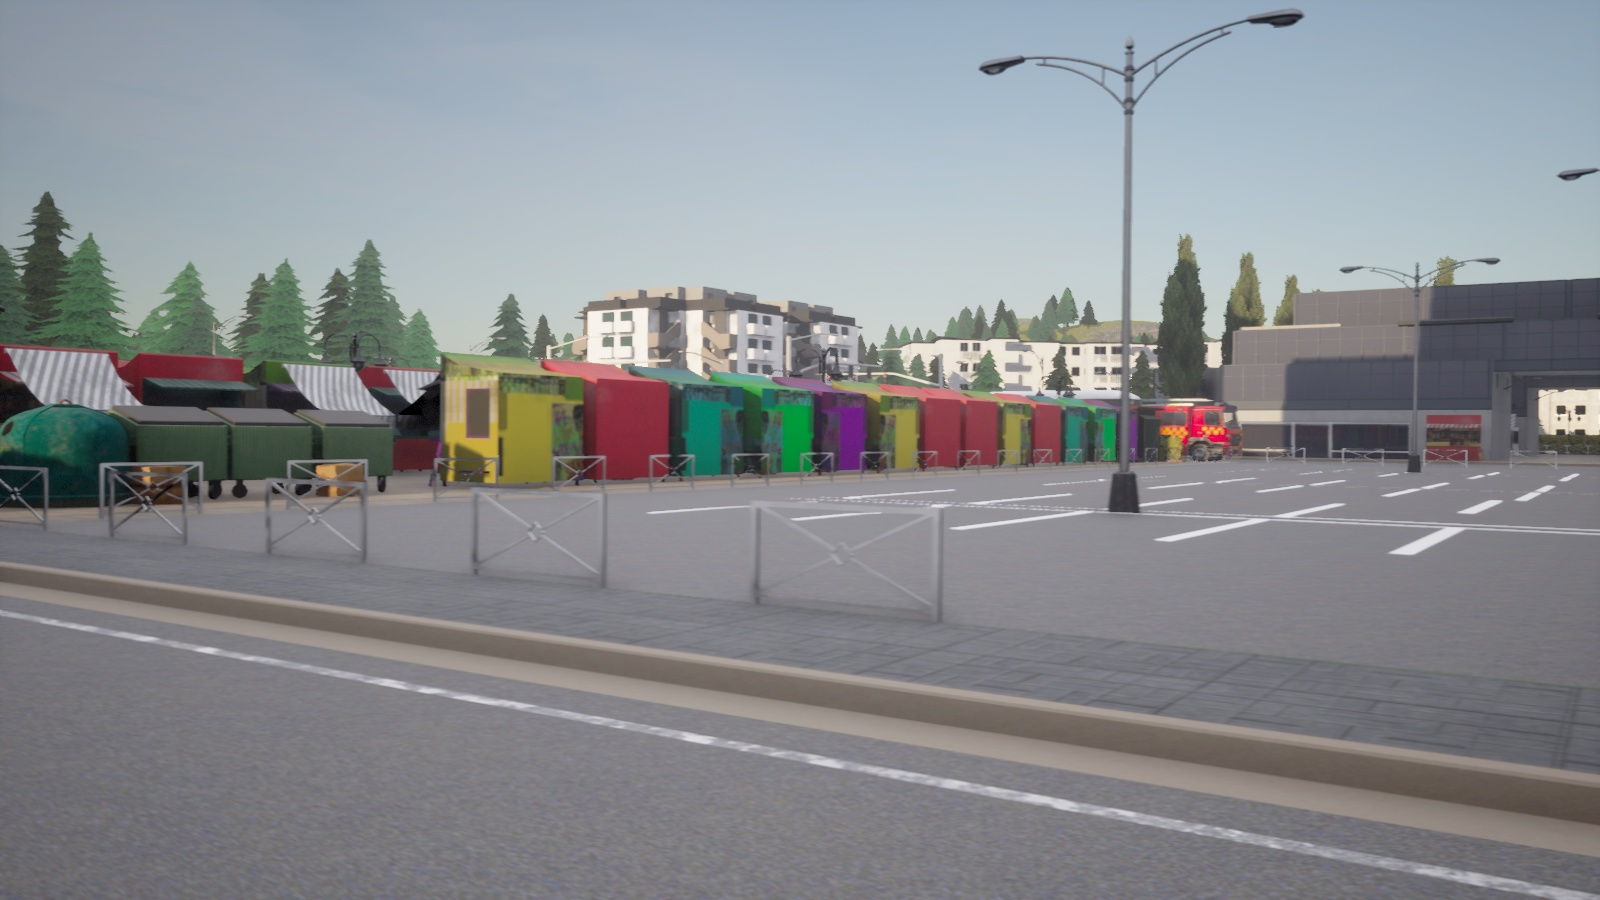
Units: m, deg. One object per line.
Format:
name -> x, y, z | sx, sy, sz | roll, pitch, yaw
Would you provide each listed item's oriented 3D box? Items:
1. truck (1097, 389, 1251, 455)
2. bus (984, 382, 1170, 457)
truck -> 22.679, -1.626, 76.427 | 8.468, 3.827, 2.891 | 0, 1, 35
bus -> 16.731, -1.784, 76.363 | 10.273, 4.253, 3.944 | 0, 1, 35
